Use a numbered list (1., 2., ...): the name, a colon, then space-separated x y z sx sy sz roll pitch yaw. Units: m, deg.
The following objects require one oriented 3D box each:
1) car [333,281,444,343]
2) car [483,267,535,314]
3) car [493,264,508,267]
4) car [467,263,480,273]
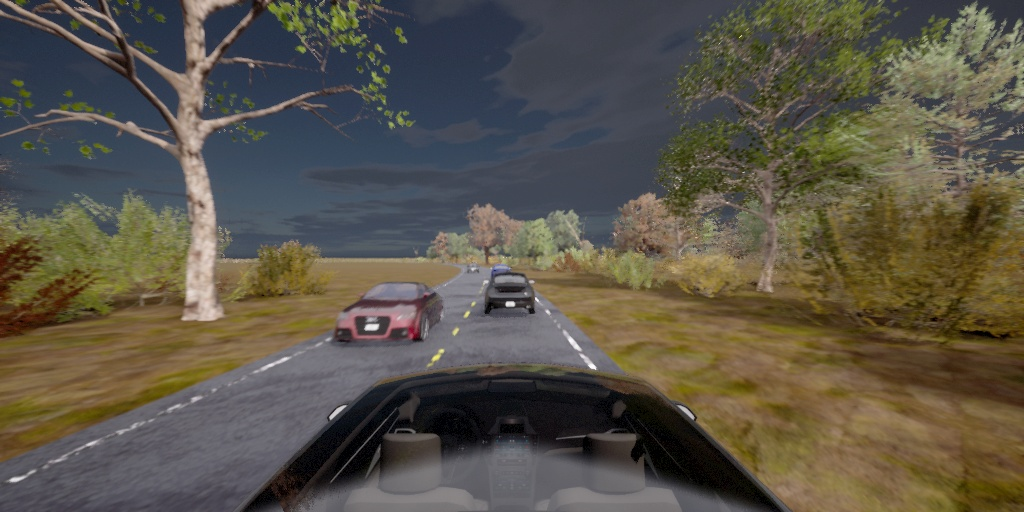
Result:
1. car: -3.123 1.403 9.900 1.994 1.385 4.181 0 -1 -1
2. car: -0.113 1.388 14.555 1.837 1.490 4.892 0 0 -1
3. car: -1.127 1.580 35.703 1.882 1.535 5.008 0 -1 -4
4. car: -5.851 1.798 54.173 2.128 1.511 4.902 0 -1 -6
